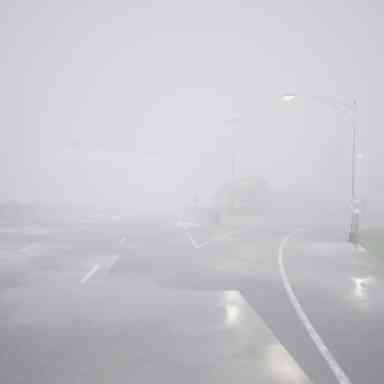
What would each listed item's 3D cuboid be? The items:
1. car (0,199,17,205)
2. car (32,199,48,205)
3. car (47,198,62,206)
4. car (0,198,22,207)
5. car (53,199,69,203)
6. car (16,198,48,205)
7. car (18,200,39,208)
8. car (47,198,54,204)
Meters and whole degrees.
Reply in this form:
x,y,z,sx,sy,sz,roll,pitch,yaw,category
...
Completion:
x,y,z,sx,sy,sz,roll,pitch,yaw,category
-28.913,2.008,52.811,1.837,1.490,4.892,1,-2,-4,car
-38.134,2.612,83.528,2.128,1.511,4.902,1,-2,-4,car
-34.643,2.510,83.818,2.097,1.767,4.553,1,-2,-4,car
-37.011,2.234,68.098,2.097,1.767,4.553,1,-2,-4,car
-26.572,2.645,69.236,1.994,1.385,4.181,1,-2,-4,car
-25.424,2.121,53.142,2.033,1.411,5.357,1,-2,-4,car
-33.534,2.476,68.494,2.128,1.511,4.902,1,-2,-4,car
-30.049,2.247,68.889,2.150,2.045,5.566,1,-2,-4,car
